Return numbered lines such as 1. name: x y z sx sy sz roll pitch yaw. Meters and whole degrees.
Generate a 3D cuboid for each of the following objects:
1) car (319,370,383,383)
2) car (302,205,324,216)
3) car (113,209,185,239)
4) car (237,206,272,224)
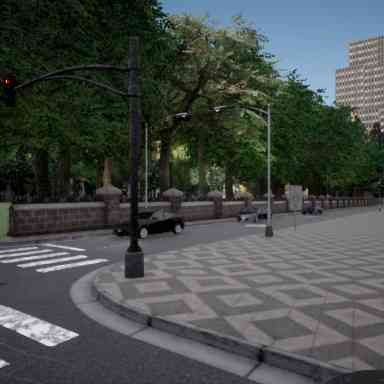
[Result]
1. car: 2.523 1.551 1.163 4.403 1.369 2.008 0 0 36
2. car: 17.406 2.602 47.656 2.033 1.411 5.357 0 -1 35
3. car: -2.424 1.808 19.717 1.882 1.535 5.008 0 -1 35
4. car: 5.980 2.119 31.634 2.128 1.511 4.902 0 -1 35
